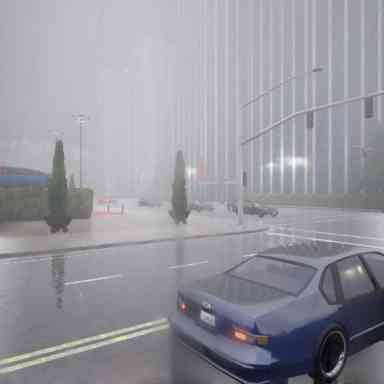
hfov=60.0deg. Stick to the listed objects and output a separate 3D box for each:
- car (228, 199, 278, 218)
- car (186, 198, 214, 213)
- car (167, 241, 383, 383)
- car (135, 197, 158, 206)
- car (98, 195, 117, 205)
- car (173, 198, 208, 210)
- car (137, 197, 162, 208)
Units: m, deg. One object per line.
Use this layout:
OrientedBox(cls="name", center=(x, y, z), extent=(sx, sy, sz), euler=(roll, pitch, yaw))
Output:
OrientedBox(cls="car", center=(5.809, 1.526, 30.752), extent=(1.812, 1.442, 4.674), euler=(0, 0, -34))
OrientedBox(cls="car", center=(0.521, 1.526, 38.149), extent=(1.812, 1.442, 4.674), euler=(0, 0, -36))
OrientedBox(cls="car", center=(2.243, 1.547, 5.402), extent=(5.357, 1.411, 2.033), euler=(0, 0, -35))
OrientedBox(cls="car", center=(-7.558, 1.526, 55.284), extent=(1.812, 1.442, 4.674), euler=(0, 0, -36))
OrientedBox(cls="car", center=(-15.277, 1.415, 60.093), extent=(2.097, 1.767, 4.553), euler=(0, 0, -36))
OrientedBox(cls="car", center=(-0.259, 1.547, 45.158), extent=(2.033, 1.411, 5.357), euler=(0, 0, -36))
OrientedBox(cls="car", center=(-6.087, 1.503, 47.250), extent=(1.837, 1.490, 4.892), euler=(0, 0, -36))
